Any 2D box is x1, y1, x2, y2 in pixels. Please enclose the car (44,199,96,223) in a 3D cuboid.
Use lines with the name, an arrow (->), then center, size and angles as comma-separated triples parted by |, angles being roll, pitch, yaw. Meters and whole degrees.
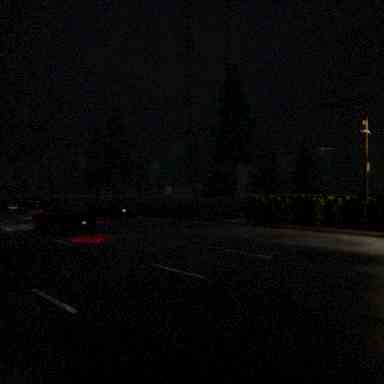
car -> -9.651, 1.401, 26.069 | 5.008, 1.535, 1.882 | 0, 0, 45

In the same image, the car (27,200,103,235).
car -> -7.293, 1.422, 18.796 | 5.008, 1.535, 1.882 | 0, 0, 45

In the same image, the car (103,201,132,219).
car -> -6.897, 1.480, 28.272 | 4.181, 1.385, 1.994 | 0, 0, 45

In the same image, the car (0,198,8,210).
car -> -23.898, 1.362, 40.226 | 5.008, 1.535, 1.882 | 0, 0, 45

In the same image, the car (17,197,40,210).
car -> -20.268, 1.371, 41.553 | 4.902, 1.511, 2.128 | 0, 0, 45
